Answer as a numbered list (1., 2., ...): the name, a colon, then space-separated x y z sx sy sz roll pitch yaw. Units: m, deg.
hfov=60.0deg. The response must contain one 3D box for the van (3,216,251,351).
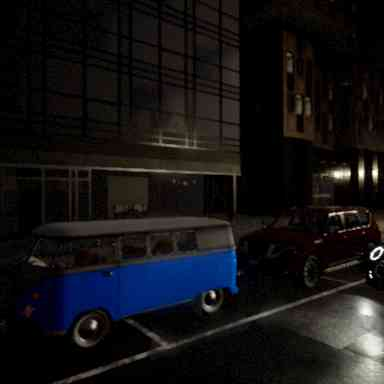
1. van: -0.994 1.378 5.991 3.998 1.788 1.690 0 0 -37

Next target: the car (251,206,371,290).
1. car: 3.464 1.347 9.396 5.009 1.841 2.192 0 0 -37

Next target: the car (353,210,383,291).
1. car: 6.078 1.364 7.923 4.553 1.767 2.097 0 0 -38
